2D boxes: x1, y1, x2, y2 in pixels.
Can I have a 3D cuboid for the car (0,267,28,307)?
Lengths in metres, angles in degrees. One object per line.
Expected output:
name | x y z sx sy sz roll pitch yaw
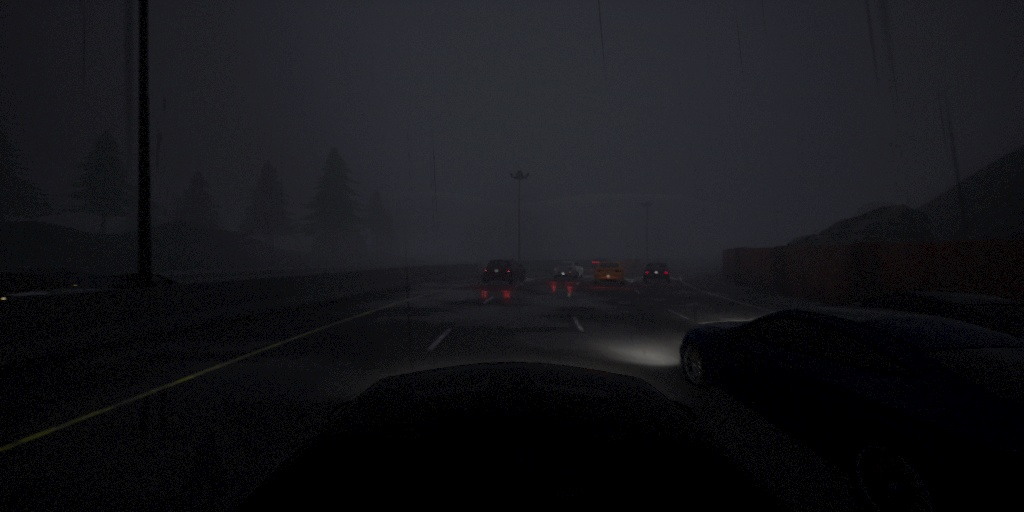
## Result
car | -20.653 1.194 12.017 2.128 1.511 4.902 0 0 4

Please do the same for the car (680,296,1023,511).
car | 3.611 1.265 3.848 1.812 1.442 4.674 0 0 0

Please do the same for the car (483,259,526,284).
car | -0.420 0.989 25.589 2.097 1.767 4.553 0 0 16

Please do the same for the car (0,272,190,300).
car | -13.645 1.301 12.345 1.895 1.301 4.718 0 0 5

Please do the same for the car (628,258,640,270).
car | 16.247 1.004 48.508 1.882 1.535 5.008 -1 0 41

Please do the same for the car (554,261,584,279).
car | 4.786 1.141 30.046 1.812 1.442 4.674 0 0 21

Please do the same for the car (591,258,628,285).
car | 6.959 1.115 25.231 1.882 1.535 5.008 -1 0 19

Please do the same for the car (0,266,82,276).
car | -17.197 1.230 11.501 1.812 1.442 4.674 0 0 4

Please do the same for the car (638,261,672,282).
car | 10.972 1.176 27.078 2.033 1.411 5.357 0 0 23

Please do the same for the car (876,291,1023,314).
car | 7.172 1.292 6.186 1.994 1.385 4.181 0 0 2

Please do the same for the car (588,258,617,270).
car | 12.583 1.012 49.519 2.128 1.511 4.902 0 0 38
